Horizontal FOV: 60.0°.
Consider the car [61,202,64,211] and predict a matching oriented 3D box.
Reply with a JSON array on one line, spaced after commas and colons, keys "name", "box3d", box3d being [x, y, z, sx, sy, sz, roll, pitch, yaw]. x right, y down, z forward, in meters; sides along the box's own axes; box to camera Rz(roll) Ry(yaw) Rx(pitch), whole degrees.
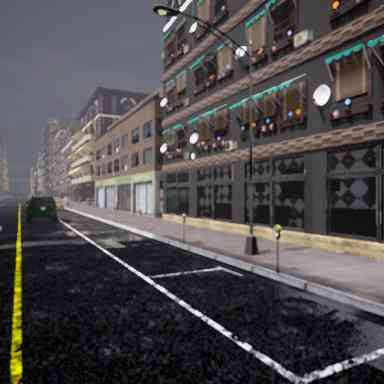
[{"name": "car", "box3d": [-17.598, 1.714, 43.099, 1.752, 1.417, 4.829, 0, 0, -27]}]

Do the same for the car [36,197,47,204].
[{"name": "car", "box3d": [-33.042, 1.861, 72.992, 2.008, 1.369, 4.403, 0, 0, -27]}]

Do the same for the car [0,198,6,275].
[{"name": "car", "box3d": [-5.368, 1.252, 7.034, 2.150, 2.045, 5.566, 0, 0, -27]}]

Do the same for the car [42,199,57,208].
[{"name": "car", "box3d": [-22.694, 1.774, 52.963, 1.887, 1.381, 4.507, 0, 0, -27]}]

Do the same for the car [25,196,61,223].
[{"name": "car", "box3d": [-12.355, 1.342, 27.287, 2.150, 2.045, 5.566, 0, 0, -27]}]
